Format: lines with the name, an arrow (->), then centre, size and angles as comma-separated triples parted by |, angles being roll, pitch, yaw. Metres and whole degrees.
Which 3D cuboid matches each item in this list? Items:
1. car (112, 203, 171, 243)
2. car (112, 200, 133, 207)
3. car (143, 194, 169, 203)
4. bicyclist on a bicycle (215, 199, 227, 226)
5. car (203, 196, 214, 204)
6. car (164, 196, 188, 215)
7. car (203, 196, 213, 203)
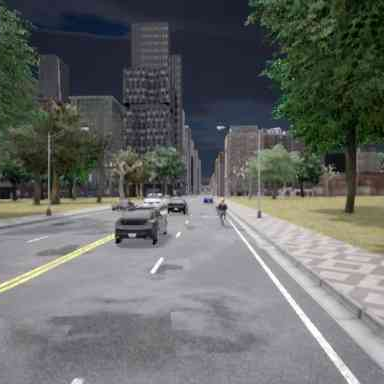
car -> -2.315, 1.498, 15.921 | 1.837, 1.490, 4.892 | 0, 0, 3
car -> -7.952, 1.574, 38.896 | 1.994, 1.385, 4.181 | 0, 0, 3
car -> -4.597, 1.236, 41.080 | 2.150, 2.045, 5.566 | 0, 0, 3
bicyclist on a bicycle -> 1.997, 1.365, 21.592 | 0.659, 1.776, 1.843 | 0, 0, 3
car -> 3.177, 1.535, 63.990 | 1.882, 1.535, 5.008 | 0, 0, 3
car -> -1.438, 1.484, 34.730 | 1.882, 1.535, 5.008 | 0, 0, 3
car -> 3.560, 1.635, 74.290 | 1.994, 1.385, 4.181 | 0, 0, 3
